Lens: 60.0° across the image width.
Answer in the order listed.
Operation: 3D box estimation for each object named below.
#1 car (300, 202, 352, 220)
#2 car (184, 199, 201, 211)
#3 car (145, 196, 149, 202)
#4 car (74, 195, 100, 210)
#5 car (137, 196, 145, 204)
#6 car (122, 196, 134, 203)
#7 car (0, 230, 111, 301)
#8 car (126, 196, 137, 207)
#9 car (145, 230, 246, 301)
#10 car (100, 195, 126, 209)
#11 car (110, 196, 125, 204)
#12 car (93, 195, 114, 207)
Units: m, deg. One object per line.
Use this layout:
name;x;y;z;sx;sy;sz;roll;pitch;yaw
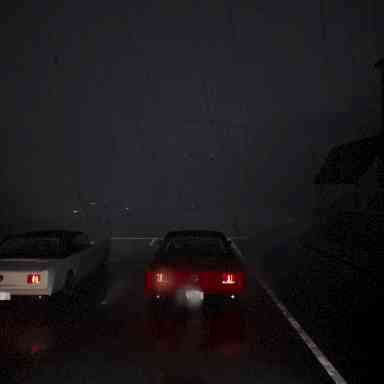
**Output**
car;11.430;1.532;28.440;4.181;1.385;1.994;-6;1;0
car;0.067;1.564;40.734;1.994;1.385;4.181;0;0;0
car;-10.534;1.536;72.994;2.033;1.411;5.357;0;0;0
car;-14.119;1.492;44.168;2.128;1.511;4.902;0;0;0
car;-10.577;1.564;62.601;1.994;1.385;4.181;0;0;1
car;-14.034;1.519;73.025;1.812;1.442;4.674;0;0;0
car;-3.427;1.601;8.261;1.895;1.301;4.718;0;0;0
car;-10.615;1.352;52.671;2.097;1.767;4.553;0;0;0
car;0.074;1.601;8.280;1.895;1.301;4.718;0;0;0
car;-10.616;1.526;44.947;1.812;1.442;4.674;0;0;0
car;-14.080;1.564;63.103;1.994;1.385;4.181;0;0;0
car;-14.111;1.352;53.221;2.097;1.767;4.553;0;0;1
